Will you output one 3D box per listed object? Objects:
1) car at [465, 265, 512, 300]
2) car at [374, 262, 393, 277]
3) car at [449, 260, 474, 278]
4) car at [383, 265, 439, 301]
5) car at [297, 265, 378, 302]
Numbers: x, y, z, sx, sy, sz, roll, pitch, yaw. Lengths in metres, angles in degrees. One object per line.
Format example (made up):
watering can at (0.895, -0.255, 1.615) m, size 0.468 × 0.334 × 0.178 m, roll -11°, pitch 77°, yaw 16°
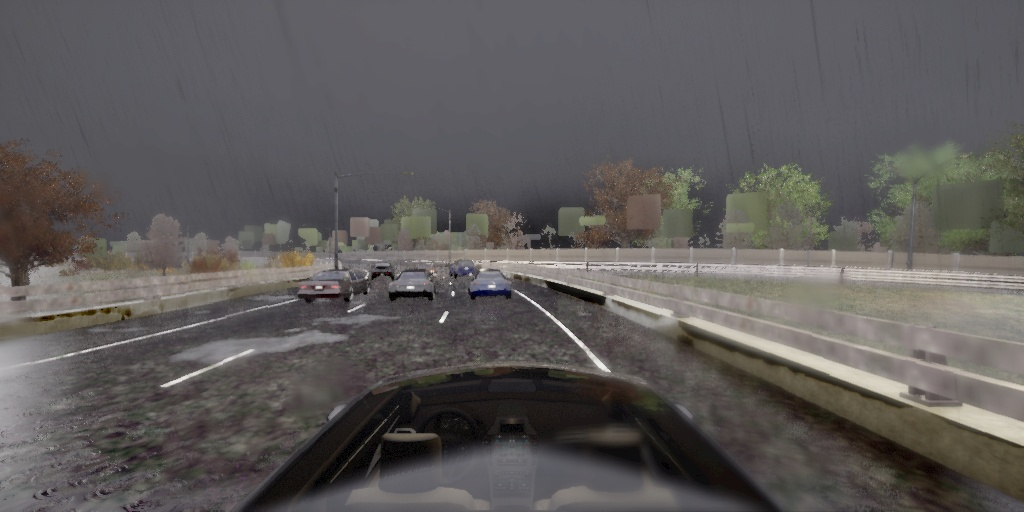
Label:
car at (-1.180, 1.320, 17.868) m, size 1.994 × 1.385 × 4.181 m, roll 0°, pitch 0°, yaw -8°
car at (-11.359, 1.264, 31.750) m, size 1.837 × 1.490 × 4.892 m, roll 0°, pitch 0°, yaw -16°
car at (-4.636, 1.114, 33.697) m, size 2.097 × 1.767 × 4.553 m, roll 0°, pitch 0°, yaw -16°
car at (-4.644, 1.320, 17.366) m, size 1.994 × 1.385 × 4.181 m, roll 0°, pitch 0°, yaw -8°
car at (-8.107, 1.311, 16.865) m, size 2.033 × 1.411 × 5.357 m, roll 0°, pitch 0°, yaw -8°
